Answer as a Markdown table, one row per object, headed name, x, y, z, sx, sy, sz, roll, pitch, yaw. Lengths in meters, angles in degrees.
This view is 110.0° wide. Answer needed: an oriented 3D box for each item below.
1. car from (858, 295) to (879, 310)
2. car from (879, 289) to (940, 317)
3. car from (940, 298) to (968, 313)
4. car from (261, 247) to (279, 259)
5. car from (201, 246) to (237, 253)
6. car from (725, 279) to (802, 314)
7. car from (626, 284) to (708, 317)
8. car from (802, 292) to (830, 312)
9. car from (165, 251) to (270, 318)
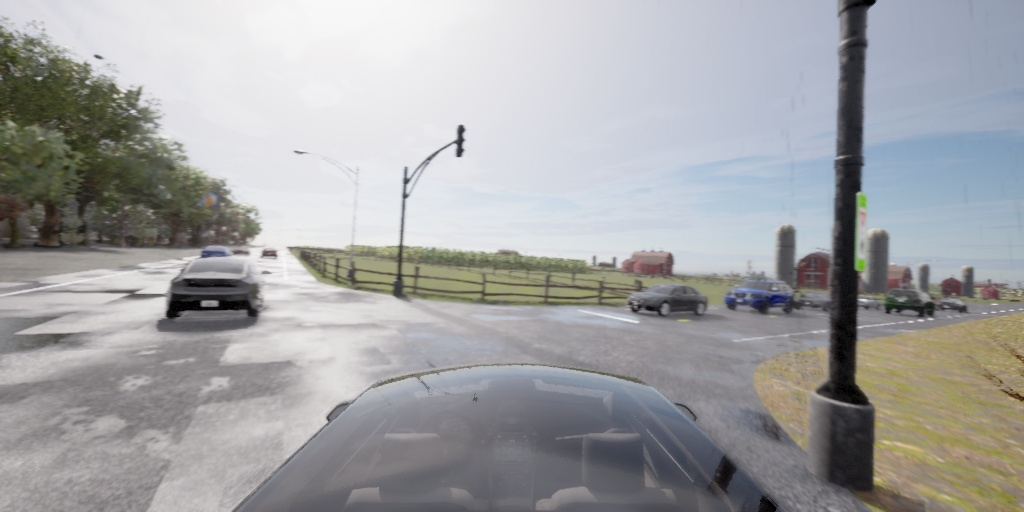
| name | x | y | z | sx | sy | sz | roll | pitch | yaw |
| --- | --- | --- | --- | --- | --- | --- | --- | --- | --- |
| car | 33.196 | 4.367 | 34.110 | 4.718 | 1.301 | 1.895 | 5 | -2 | -32 |
| car | 32.754 | 3.818 | 29.503 | 5.566 | 2.045 | 2.150 | 5 | -2 | -32 |
| car | 48.156 | 5.411 | 39.298 | 4.674 | 1.442 | 1.812 | 5 | -2 | -32 |
| car | -33.410 | -0.467 | 49.464 | 1.882 | 1.535 | 5.008 | 4 | -1 | -33 |
| car | -26.335 | -0.176 | 32.083 | 1.882 | 1.535 | 5.008 | 4 | -1 | -33 |
| car | 16.254 | 2.577 | 23.408 | 5.566 | 2.045 | 2.150 | 5 | -2 | -32 |
| car | 7.892 | 2.166 | 18.128 | 4.892 | 1.490 | 1.837 | 5 | -2 | -31 |
| car | 24.244 | 3.585 | 28.470 | 4.181 | 1.385 | 1.994 | 5 | -2 | -32 |
| car | -8.416 | 0.800 | 10.514 | 1.837 | 1.490 | 4.892 | 4 | 0 | -33 |
